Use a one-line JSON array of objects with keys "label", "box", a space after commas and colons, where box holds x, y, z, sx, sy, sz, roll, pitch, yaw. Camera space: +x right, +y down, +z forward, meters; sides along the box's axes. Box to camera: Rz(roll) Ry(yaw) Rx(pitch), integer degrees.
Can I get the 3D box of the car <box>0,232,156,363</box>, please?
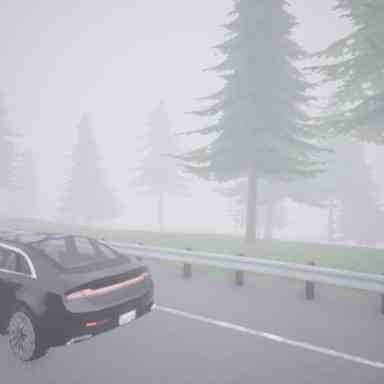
[{"label": "car", "box": [-2.874, 1.479, 5.873, 4.902, 1.511, 2.128, 0, 0, 34]}]
